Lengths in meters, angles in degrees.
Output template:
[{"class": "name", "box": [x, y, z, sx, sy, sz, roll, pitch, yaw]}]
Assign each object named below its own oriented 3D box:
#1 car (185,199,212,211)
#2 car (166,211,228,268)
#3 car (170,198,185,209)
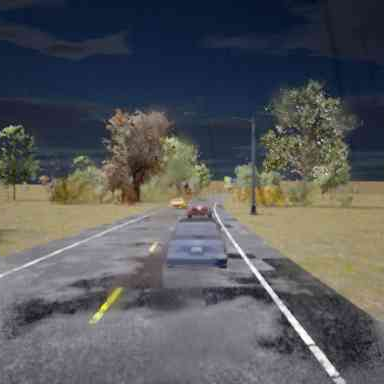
[{"class": "car", "box": [0.739, 1.464, 30.682, 2.097, 1.767, 4.553, 0, 0, 2]}, {"class": "car", "box": [0.182, 1.590, 11.391, 2.033, 1.411, 5.357, 0, 0, 1]}, {"class": "car", "box": [-2.028, 1.644, 48.594, 1.882, 1.535, 5.008, 0, 0, 4]}]
